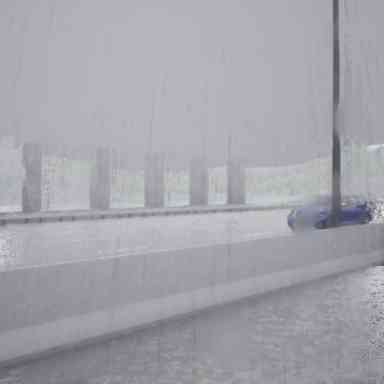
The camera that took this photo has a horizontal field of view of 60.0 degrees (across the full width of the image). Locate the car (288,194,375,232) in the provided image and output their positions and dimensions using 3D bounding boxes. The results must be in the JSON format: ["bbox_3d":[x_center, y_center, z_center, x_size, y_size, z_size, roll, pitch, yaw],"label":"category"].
[{"bbox_3d":[7.632,1.116,18.163,5.566,2.045,2.150,0,0,-37],"label":"car"}]

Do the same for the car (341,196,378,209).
[{"bbox_3d":[20.657,1.233,40.984,4.902,1.511,2.128,0,0,-36],"label":"car"}]

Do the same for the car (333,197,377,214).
[{"bbox_3d":[16.463,1.269,33.493,5.008,1.535,1.882,0,0,-37],"label":"car"}]
